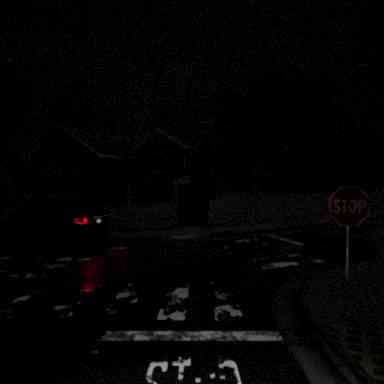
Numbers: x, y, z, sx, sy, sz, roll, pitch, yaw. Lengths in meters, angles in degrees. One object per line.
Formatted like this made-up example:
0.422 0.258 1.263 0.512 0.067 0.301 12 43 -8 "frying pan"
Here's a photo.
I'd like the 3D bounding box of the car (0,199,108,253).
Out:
-6.405 1.404 14.615 5.566 2.045 2.150 -3 0 19 "car"
